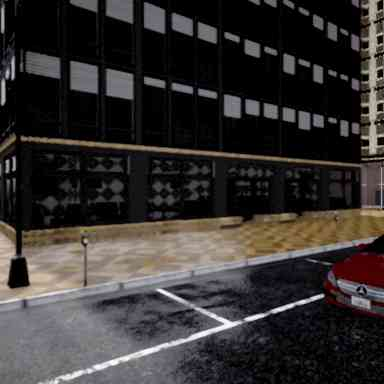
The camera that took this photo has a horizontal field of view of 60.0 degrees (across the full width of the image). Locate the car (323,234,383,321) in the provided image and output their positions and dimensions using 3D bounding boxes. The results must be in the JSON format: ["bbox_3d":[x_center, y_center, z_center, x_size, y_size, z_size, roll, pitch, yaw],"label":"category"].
[{"bbox_3d":[4.572,1.482,6.631,4.674,1.442,1.812,0,0,-35],"label":"car"}]
